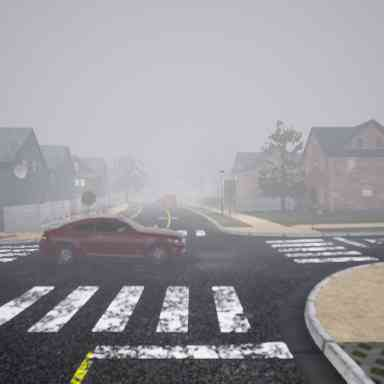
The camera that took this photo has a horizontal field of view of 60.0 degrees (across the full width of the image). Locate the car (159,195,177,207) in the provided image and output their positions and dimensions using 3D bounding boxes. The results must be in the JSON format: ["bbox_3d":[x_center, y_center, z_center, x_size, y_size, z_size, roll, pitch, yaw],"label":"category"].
[{"bbox_3d":[-3.934,1.478,56.875,2.150,2.045,5.566,0,0,-10],"label":"car"}]

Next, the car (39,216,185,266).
[{"bbox_3d":[-2.552,1.517,10.954,4.674,1.442,1.812,-1,0,0],"label":"car"}]

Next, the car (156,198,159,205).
[{"bbox_3d":[-6.193,1.864,68.030,1.882,1.535,5.008,0,-1,-14],"label":"car"}]
